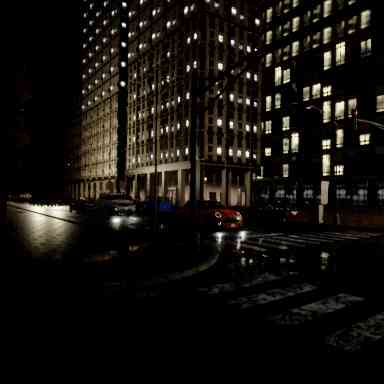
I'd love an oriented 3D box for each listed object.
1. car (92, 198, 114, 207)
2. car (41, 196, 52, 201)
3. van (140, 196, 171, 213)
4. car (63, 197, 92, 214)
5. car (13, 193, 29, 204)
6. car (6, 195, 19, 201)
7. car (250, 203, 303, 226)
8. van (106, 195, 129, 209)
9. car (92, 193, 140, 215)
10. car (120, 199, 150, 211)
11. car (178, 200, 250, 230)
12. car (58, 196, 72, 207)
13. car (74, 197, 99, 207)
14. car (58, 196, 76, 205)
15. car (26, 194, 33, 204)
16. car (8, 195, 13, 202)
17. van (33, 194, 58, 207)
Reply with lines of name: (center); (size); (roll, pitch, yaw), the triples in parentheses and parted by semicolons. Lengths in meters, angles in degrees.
car: (-13.815, 1.587, 51.580); (1.947, 1.339, 4.313); (1, -1, -35)
car: (-36.671, 1.571, 83.845); (1.802, 1.307, 4.206); (1, -1, -35)
van: (-4.016, 1.382, 37.754); (1.690, 1.788, 3.998); (1, -1, -35)
car: (-10.857, 1.427, 32.909); (2.008, 1.369, 4.403); (1, -1, -35)
car: (-30.443, 1.155, 60.568); (2.192, 1.841, 5.009); (1, -1, -35)
car: (-40.241, 1.378, 74.393); (2.008, 1.369, 4.403); (1, -1, -35)
car: (5.778, 1.505, 23.925); (1.967, 1.590, 4.097); (1, -1, -35)
van: (-10.545, 1.368, 46.973); (1.690, 1.788, 3.998); (1, -1, -35)
car: (-7.617, 1.152, 32.828); (2.150, 2.045, 5.566); (1, -1, -35)
car: (-7.284, 1.584, 42.362); (2.008, 1.369, 4.403); (1, -1, -35)
car: (1.053, 1.303, 20.538); (2.097, 1.767, 4.553); (1, -1, -34)
car: (-18.833, 1.416, 48.804); (1.837, 1.490, 4.892); (1, -1, -35)
car: (-16.062, 1.517, 50.269); (2.033, 1.411, 5.357); (1, -1, -36)
car: (-22.193, 1.464, 58.922); (1.837, 1.490, 4.892); (1, -1, -35)
car: (-23.917, 1.432, 51.346); (1.802, 1.307, 4.206); (1, -1, -35)
car: (-36.977, 1.397, 69.784); (1.947, 1.339, 4.313); (1, -1, -35)
van: (-20.648, 1.197, 46.739); (1.690, 1.788, 3.998); (1, -1, -35)
